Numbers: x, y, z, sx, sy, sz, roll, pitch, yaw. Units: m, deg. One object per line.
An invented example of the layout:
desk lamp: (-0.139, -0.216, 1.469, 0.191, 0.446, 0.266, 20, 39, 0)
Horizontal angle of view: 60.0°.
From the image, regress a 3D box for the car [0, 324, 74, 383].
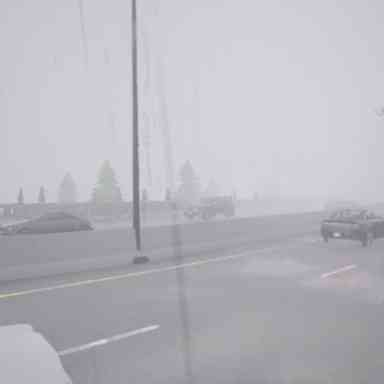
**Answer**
car: (-3.043, 1.618, 1.704, 4.718, 1.301, 1.895, 0, 0, -35)

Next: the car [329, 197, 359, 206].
car: (17.983, 1.678, 38.277, 2.033, 1.411, 5.357, -1, 0, 39)

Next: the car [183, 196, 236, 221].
car: (1.671, 1.366, 29.482, 2.150, 2.045, 5.566, 0, 0, 41)

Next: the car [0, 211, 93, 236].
car: (-7.090, 1.654, 16.424, 4.181, 1.385, 1.994, 0, 0, -39)

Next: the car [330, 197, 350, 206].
car: (26.744, 1.723, 60.138, 2.128, 1.511, 4.902, -1, 0, 39)

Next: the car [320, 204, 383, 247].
car: (7.640, 1.532, 15.255, 4.902, 1.511, 2.128, 0, 0, -44)

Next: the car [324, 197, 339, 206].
car: (19.701, 1.672, 45.952, 1.837, 1.490, 4.892, -1, 0, 39)

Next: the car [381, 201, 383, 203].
car: (45.429, 2.715, 77.672, 2.128, 1.511, 4.902, -1, -4, 39)
